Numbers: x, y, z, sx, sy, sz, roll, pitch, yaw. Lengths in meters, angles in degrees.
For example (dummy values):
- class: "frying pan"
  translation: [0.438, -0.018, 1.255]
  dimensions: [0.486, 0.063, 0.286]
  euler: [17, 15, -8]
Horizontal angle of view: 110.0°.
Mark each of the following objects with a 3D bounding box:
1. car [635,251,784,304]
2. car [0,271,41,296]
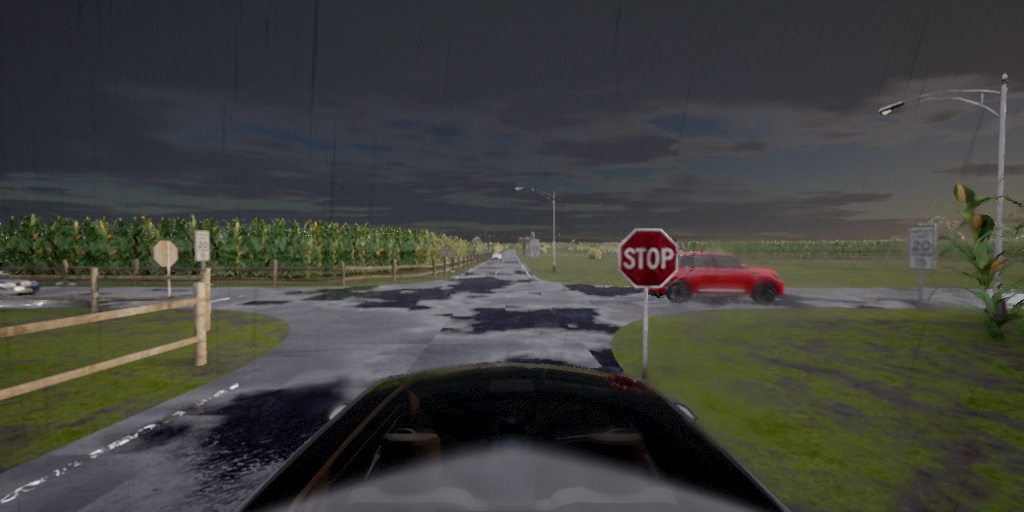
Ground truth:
- class: "car"
  translation: [7.873, 0.816, 14.671]
  dimensions: [5.566, 2.045, 2.150]
  euler: [0, 1, -1]
- class: "car"
  translation: [-21.854, 1.028, 14.179]
  dimensions: [4.674, 1.442, 1.812]
  euler: [0, 1, -1]
